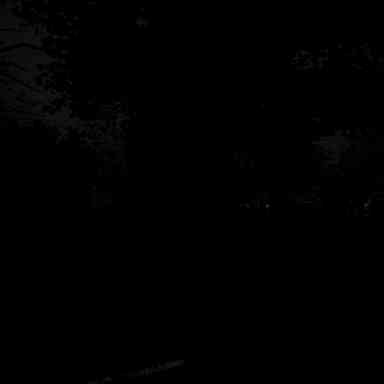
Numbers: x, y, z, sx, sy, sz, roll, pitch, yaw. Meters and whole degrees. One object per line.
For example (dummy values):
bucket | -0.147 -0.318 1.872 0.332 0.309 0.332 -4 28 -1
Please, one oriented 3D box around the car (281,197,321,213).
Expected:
car | 11.144 1.517 35.166 1.895 1.301 4.718 0 0 -33

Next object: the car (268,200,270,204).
car | 14.485 1.497 55.087 4.892 1.490 1.837 2 -1 -44
